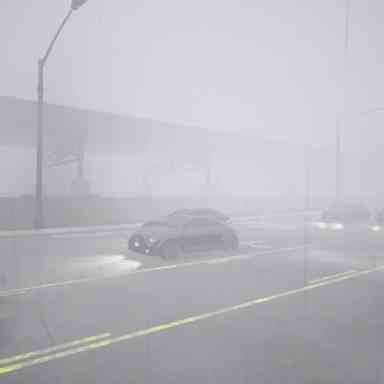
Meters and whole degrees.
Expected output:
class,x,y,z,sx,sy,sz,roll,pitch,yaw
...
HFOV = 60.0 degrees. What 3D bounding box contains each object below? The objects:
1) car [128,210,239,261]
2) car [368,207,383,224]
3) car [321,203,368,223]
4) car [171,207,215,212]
class,x,y,z,sx,sy,sz,roll,pitch,yaw
car,-0.245,1.582,12.410,4.181,1.385,1.994,0,0,-36
car,14.498,1.450,22.898,4.892,1.490,1.837,0,0,-35
car,11.568,1.521,25.014,4.181,1.385,1.994,0,0,-35
car,-0.190,1.529,16.753,4.892,1.490,1.837,0,0,-35
